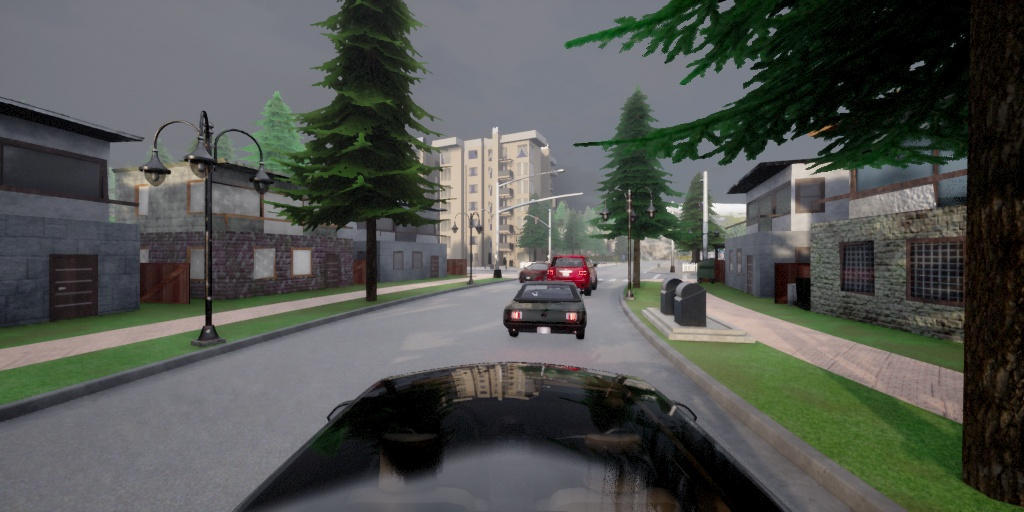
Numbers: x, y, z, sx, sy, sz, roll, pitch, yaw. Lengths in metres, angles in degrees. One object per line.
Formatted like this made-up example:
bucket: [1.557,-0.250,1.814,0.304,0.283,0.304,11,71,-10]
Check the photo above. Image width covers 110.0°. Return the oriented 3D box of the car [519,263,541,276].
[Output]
car: [2.093,1.229,26.638,1.882,1.535,5.008,0,0,23]

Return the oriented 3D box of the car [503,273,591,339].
car: [1.073,1.351,10.100,1.895,1.301,4.718,0,0,9]

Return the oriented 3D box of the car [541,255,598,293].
car: [3.370,0.971,19.596,2.150,2.045,5.566,0,0,18]
